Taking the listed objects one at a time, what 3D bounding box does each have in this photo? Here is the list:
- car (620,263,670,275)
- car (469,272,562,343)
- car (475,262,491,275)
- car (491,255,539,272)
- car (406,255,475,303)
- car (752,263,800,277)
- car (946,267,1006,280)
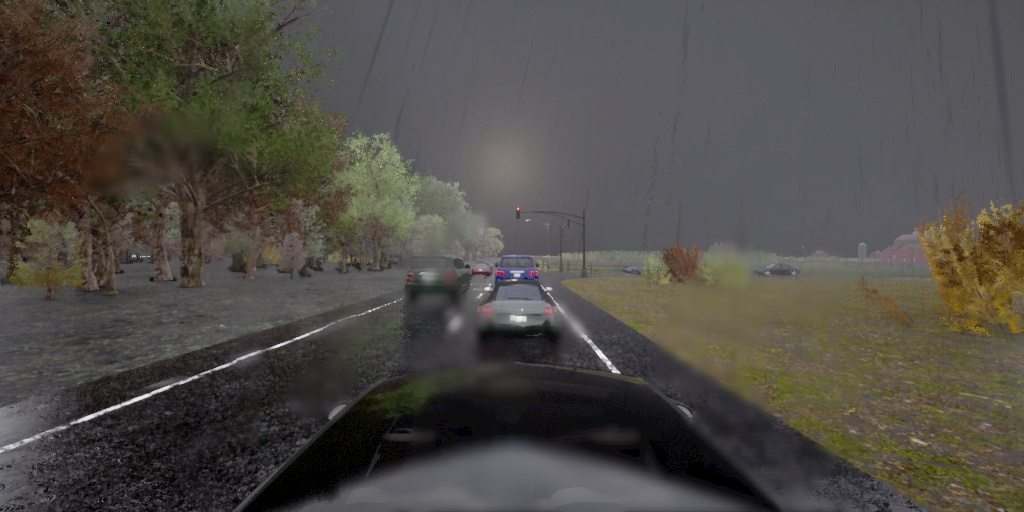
[{"bbox_3d":[15.589,1.516,42.194,5.357,1.411,2.033,1,-1,3],"label":"car"},{"bbox_3d":[0.169,1.315,9.672,1.994,1.385,4.181,0,0,1],"label":"car"},{"bbox_3d":[-3.068,1.315,36.897,1.994,1.385,4.181,0,0,1],"label":"car"},{"bbox_3d":[0.263,0.973,19.084,2.150,2.045,5.566,0,0,1],"label":"car"},{"bbox_3d":[-3.261,0.972,16.802,2.150,2.045,5.566,0,0,1],"label":"car"},{"bbox_3d":[30.749,1.633,41.868,4.892,1.490,1.837,0,-1,1],"label":"car"},{"bbox_3d":[49.441,1.841,37.981,4.181,1.385,1.994,1,-1,2],"label":"car"}]
